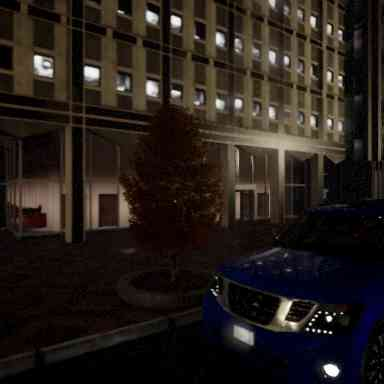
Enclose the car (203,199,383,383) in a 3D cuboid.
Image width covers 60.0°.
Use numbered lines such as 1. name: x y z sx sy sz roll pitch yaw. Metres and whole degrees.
1. car: 2.784 1.185 5.362 5.566 2.045 2.150 -2 1 -37
